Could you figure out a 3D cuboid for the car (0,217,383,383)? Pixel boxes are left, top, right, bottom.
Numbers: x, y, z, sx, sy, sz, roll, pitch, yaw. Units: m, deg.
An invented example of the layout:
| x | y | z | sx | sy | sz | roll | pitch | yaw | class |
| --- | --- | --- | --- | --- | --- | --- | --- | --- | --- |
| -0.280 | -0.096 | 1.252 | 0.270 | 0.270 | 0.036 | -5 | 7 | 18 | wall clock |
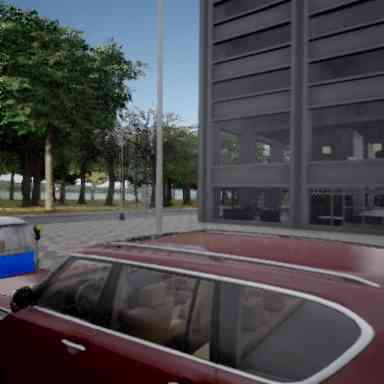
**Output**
| x | y | z | sx | sy | sz | roll | pitch | yaw | class |
| --- | --- | --- | --- | --- | --- | --- | --- | --- | --- |
| -0.225 | 1.298 | 3.122 | 5.009 | 1.841 | 2.192 | 1 | 0 | 36 | car |
